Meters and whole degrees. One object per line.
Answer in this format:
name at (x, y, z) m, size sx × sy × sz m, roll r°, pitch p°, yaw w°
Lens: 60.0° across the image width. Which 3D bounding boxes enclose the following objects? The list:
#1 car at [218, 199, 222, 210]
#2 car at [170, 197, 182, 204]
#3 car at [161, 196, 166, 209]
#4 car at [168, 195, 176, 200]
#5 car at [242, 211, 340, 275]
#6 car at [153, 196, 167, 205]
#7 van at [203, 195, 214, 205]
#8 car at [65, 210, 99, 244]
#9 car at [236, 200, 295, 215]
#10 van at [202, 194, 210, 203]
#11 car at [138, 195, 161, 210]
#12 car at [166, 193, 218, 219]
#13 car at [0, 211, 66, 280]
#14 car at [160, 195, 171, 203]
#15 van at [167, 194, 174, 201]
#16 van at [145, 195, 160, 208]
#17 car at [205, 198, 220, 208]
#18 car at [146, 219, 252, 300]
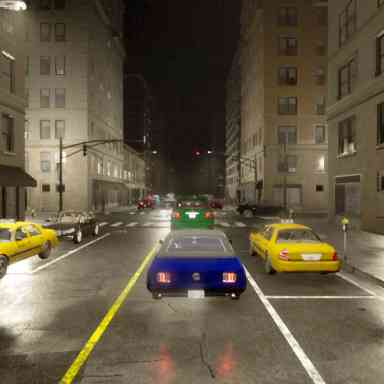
car at (2.899, 1.558, 42.426) m, size 1.887 × 1.381 × 4.507 m, roll 0°, pitch 0°, yaw 0°
car at (-2.991, 1.625, 62.864) m, size 1.895 × 1.301 × 4.718 m, roll 0°, pitch 0°, yaw 0°
car at (-3.053, 1.506, 44.267) m, size 2.128 × 1.511 × 4.902 m, roll 0°, pitch 0°, yaw 0°
car at (-5.577, 1.592, 91.947) m, size 2.008 × 1.369 × 4.403 m, roll 0°, pitch 0°, yaw 0°
car at (2.867, 1.526, 10.297) m, size 1.752 × 1.417 × 4.829 m, roll 0°, pitch 0°, yaw 0°
car at (-5.611, 1.463, 58.939) m, size 1.967 × 1.590 × 4.097 m, roll 0°, pitch 0°, yaw 0°
van at (2.915, 1.363, 58.930) m, size 1.690 × 1.788 × 3.998 m, roll 0°, pitch 0°, yaw 0°
car at (-5.653, 1.553, 15.661) m, size 2.008 × 1.369 × 4.403 m, roll 0°, pitch 0°, yaw 0°
car at (6.202, 1.468, 28.312) m, size 4.902 × 1.511 × 2.128 m, roll 0°, pitch 0°, yaw 10°
van at (2.926, 1.369, 69.933) m, size 1.690 × 1.788 × 3.998 m, roll 0°, pitch 0°, yaw 0°
car at (-5.627, 1.328, 42.435) m, size 2.192 × 1.841 × 5.009 m, roll 0°, pitch 0°, yaw 0°
car at (0.018, 1.224, 18.125) m, size 2.150 × 2.045 × 5.566 m, roll 0°, pitch 0°, yaw 0°
car at (-5.659, 1.526, 9.966) m, size 1.752 × 1.417 × 4.829 m, roll 0°, pitch 0°, yaw 0°
car at (-5.599, 1.468, 69.942) m, size 1.967 × 1.590 × 4.097 m, roll 0°, pitch 0°, yaw 0°
van at (-5.583, 1.379, 86.447) m, size 1.690 × 1.788 × 3.998 m, roll 0°, pitch 0°, yaw 0°
van at (-5.622, 1.357, 47.936) m, size 1.690 × 1.788 × 3.998 m, roll 0°, pitch 0°, yaw 0°
car at (2.904, 1.582, 47.927) m, size 1.947 × 1.339 × 4.313 m, roll 0°, pitch 0°, yaw 0°
car at (0.091, 1.601, 8.358) m, size 1.895 × 1.301 × 4.718 m, roll 0°, pitch 0°, yaw 0°
